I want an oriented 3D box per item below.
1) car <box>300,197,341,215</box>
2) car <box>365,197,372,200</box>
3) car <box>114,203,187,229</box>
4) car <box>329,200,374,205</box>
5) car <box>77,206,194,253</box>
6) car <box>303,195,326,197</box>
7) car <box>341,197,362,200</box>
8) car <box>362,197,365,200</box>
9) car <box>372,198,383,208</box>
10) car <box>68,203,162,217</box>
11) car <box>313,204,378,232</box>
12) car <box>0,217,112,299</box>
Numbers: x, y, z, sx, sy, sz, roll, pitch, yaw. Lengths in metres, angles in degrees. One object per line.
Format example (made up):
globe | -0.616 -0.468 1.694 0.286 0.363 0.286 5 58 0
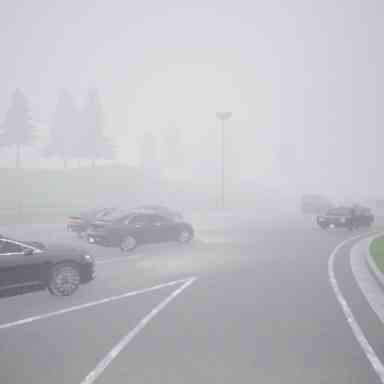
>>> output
car | 12.951 1.582 33.954 2.128 1.511 4.902 0 0 45
car | 33.154 1.717 59.119 2.033 1.411 5.357 0 0 45
car | -2.773 1.555 23.171 1.837 1.490 4.892 0 0 45
car | 14.939 1.687 30.992 1.895 1.301 4.718 0 0 45
car | -2.013 1.535 14.030 1.837 1.490 4.892 0 0 45
car | 15.663 1.333 41.618 2.150 2.045 5.566 0 0 45
car | 27.405 1.653 58.320 2.128 1.511 4.902 0 0 45
car | 34.594 1.710 65.653 1.812 1.442 4.674 0 0 45
car | 29.722 1.624 50.734 1.882 1.535 5.008 0 0 45
car | -3.910 1.526 17.081 2.128 1.511 4.902 0 0 45
car | 9.664 1.658 20.763 1.895 1.301 4.718 0 0 45
car | -4.387 1.503 6.703 2.128 1.511 4.902 0 0 45
